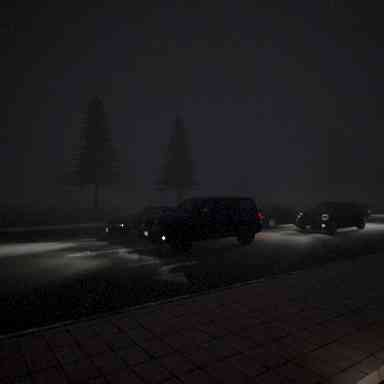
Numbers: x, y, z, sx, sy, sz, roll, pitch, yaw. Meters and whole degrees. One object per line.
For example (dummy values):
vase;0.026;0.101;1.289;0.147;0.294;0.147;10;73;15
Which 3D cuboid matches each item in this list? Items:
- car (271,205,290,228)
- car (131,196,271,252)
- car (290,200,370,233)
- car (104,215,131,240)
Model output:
car;5.350;1.564;21.921;4.181;1.385;1.994;0;0;-36
car;0.538;1.221;14.195;5.566;2.045;2.150;0;0;-34
car;8.252;1.352;19.685;4.553;1.767;2.097;0;0;-35
car;-1.911;1.491;16.740;4.902;1.511;2.128;0;0;-35
